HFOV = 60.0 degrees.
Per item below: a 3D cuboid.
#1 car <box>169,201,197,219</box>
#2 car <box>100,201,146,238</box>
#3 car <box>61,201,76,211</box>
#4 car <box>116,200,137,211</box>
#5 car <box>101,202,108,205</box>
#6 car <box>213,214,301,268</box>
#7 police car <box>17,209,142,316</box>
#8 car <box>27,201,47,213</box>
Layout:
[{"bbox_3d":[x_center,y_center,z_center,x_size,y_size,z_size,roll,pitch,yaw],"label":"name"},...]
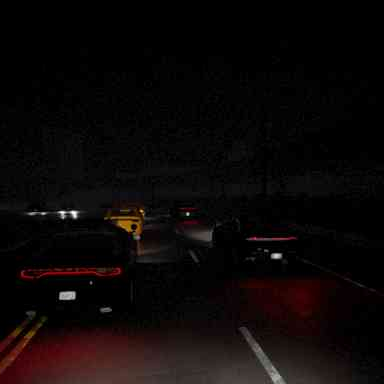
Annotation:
[{"bbox_3d":[-0.848,1.530,29.489,1.837,1.490,4.892,0,0,-11],"label":"car"},{"bbox_3d":[-3.517,1.486,17.618,1.882,1.535,5.008,0,0,-7],"label":"car"},{"bbox_3d":[-16.505,1.890,44.373,1.895,1.301,4.718,0,-2,-23],"label":"car"},{"bbox_3d":[-8.849,1.821,44.564,1.994,1.385,4.181,0,-2,-22],"label":"car"},{"bbox_3d":[-14.269,2.312,56.703,1.895,1.301,4.718,1,-3,-28],"label":"car"},{"bbox_3d":[1.960,1.496,11.331,2.128,1.511,4.902,0,0,-7],"label":"car"},{"bbox_3d":[-2.283,1.429,7.802,1.930,1.638,5.238,0,0,-7],"label":"police car"},{"bbox_3d":[-18.575,1.731,40.132,2.033,1.411,5.357,0,-1,-20],"label":"car"}]
